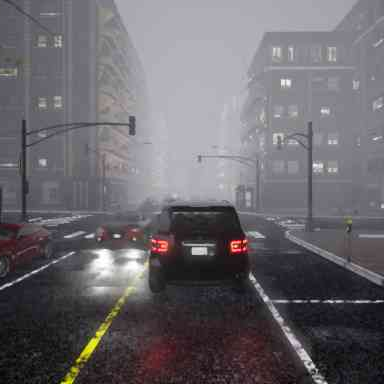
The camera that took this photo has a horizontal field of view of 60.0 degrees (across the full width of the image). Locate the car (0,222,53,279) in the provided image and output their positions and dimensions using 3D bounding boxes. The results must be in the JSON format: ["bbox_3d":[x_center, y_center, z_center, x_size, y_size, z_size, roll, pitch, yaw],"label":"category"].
[{"bbox_3d":[-5.610,1.581,9.942,1.802,1.307,4.206,0,0,1],"label":"car"}]

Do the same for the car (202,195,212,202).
[{"bbox_3d":[3.396,1.440,76.097,1.967,1.590,4.097,0,0,1],"label":"car"}]

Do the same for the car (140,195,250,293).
[{"bbox_3d":[0.168,1.221,9.026,2.150,2.045,5.566,0,0,1],"label":"car"}]

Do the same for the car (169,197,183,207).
[{"bbox_3d":[-2.595,1.561,53.621,1.994,1.385,4.181,0,0,1],"label":"car"}]

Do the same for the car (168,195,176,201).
[{"bbox_3d":[-4.932,1.525,81.650,1.752,1.417,4.829,0,0,1],"label":"car"}]

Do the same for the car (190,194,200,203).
[{"bbox_3d":[0.695,1.354,72.850,2.097,1.767,4.553,0,0,1],"label":"car"}]

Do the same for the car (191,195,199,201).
[{"bbox_3d":[0.773,1.477,82.626,1.882,1.535,5.008,0,0,1],"label":"car"}]

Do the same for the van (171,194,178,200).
[{"bbox_3d":[-4.824,1.340,93.098,1.690,1.788,3.998,0,0,1],"label":"van"}]

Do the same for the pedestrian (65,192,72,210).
[{"bbox_3d":[-12.408,0.902,33.411,0.375,1.860,0.375,0,-1,0],"label":"pedestrian"}]

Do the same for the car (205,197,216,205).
[{"bbox_3d":[3.237,1.543,59.181,1.887,1.381,4.507,0,0,1],"label":"car"}]

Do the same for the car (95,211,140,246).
[{"bbox_3d":[-2.967,1.563,15.209,1.994,1.385,4.181,0,0,1],"label":"car"}]

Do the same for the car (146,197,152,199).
[{"bbox_3d":[-5.304,1.438,42.351,1.967,1.590,4.097,0,0,1],"label":"car"}]

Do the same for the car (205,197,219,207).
[{"bbox_3d":[3.183,1.549,53.543,2.008,1.369,4.403,0,0,1],"label":"car"}]

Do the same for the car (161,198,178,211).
[{"bbox_3d":[-2.720,1.524,41.375,1.812,1.442,4.674,0,0,1],"label":"car"}]
